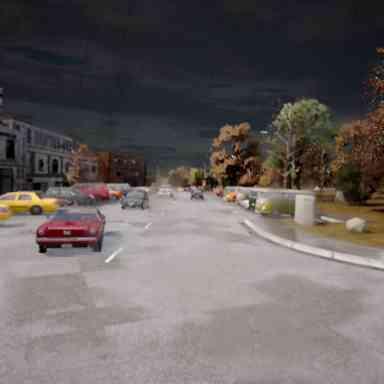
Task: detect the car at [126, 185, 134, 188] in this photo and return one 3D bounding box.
[{"bbox_3d":[-10.819,0.152,44.754,5.008,1.535,2.097,0,2,-19],"label":"car"}]

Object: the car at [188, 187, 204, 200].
[{"bbox_3d":[0.757,0.374,50.013,1.812,1.442,4.674,1,1,1],"label":"car"}]

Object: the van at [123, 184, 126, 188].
[{"bbox_3d":[-10.971,-0.011,41.775,4.442,1.987,1.878,0,2,-19],"label":"van"}]

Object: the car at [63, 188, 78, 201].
[{"bbox_3d":[-11.071,0.643,24.235,4.792,1.488,2.163,0,1,-19],"label":"car"}]

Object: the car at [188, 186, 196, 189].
[{"bbox_3d":[0.826,0.095,62.422,2.128,1.511,4.902,1,1,1],"label":"car"}]

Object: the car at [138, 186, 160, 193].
[{"bbox_3d":[-10.350,-0.534,79.947,4.892,1.521,2.231,0,1,-19],"label":"car"}]

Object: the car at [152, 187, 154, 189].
[{"bbox_3d":[-10.553,-0.212,65.287,4.674,1.452,2.002,0,1,-19],"label":"car"}]

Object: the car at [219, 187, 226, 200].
[{"bbox_3d":[6.806,0.597,44.416,5.366,1.575,1.946,2,2,-19],"label":"car"}]

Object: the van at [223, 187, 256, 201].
[{"bbox_3d":[7.174,0.263,50.405,4.442,1.987,1.878,2,1,-19],"label":"van"}]

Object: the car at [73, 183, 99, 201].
[{"bbox_3d":[-11.056,0.348,30.087,4.553,1.767,2.185,0,1,-19],"label":"car"}]

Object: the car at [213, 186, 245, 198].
[{"bbox_3d":[7.242,-0.053,65.065,5.566,2.045,2.435,2,1,-19],"label":"car"}]

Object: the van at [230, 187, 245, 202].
[{"bbox_3d":[6.762,0.567,35.600,4.442,1.987,1.878,2,2,-19],"label":"van"}]

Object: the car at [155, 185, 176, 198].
[{"bbox_3d":[-4.278,-0.151,54.951,2.150,2.045,5.566,1,1,1],"label":"car"}]

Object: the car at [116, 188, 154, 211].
[{"bbox_3d":[-4.732,0.692,28.356,1.837,1.490,4.892,1,2,1],"label":"car"}]

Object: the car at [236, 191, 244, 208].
[{"bbox_3d":[6.785,0.970,29.760,4.674,1.452,2.002,2,2,-19],"label":"car"}]

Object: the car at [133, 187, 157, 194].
[{"bbox_3d":[-10.438,-0.421,74.085,4.892,1.521,2.231,0,1,-19],"label":"car"}]

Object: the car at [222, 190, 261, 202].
[{"bbox_3d":[7.012,0.544,47.423,4.892,1.521,2.231,2,1,-19],"label":"car"}]

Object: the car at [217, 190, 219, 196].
[{"bbox_3d":[7.126,0.457,53.321,4.792,1.488,2.163,2,1,-19],"label":"car"}]

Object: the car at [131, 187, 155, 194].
[{"bbox_3d":[-10.474,-0.325,71.153,4.674,1.452,2.002,0,1,-19],"label":"car"}]

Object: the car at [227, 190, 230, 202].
[{"bbox_3d":[6.896,0.770,38.597,4.674,1.452,2.002,2,1,-19],"label":"car"}]

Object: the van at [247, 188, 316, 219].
[{"bbox_3d":[6.600,0.840,23.828,4.442,1.987,1.878,2,2,-19],"label":"van"}]

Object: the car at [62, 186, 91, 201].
[{"bbox_3d":[-11.056,0.545,27.160,4.892,1.521,2.231,0,2,-19],"label":"car"}]

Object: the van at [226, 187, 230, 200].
[{"bbox_3d":[7.058,0.445,41.572,4.442,1.987,1.878,2,1,-19],"label":"van"}]

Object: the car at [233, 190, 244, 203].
[{"bbox_3d":[6.822,0.903,32.705,4.674,1.452,2.002,2,2,-19],"label":"car"}]

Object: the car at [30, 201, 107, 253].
[{"bbox_3d":[-4.148,1.207,11.898,1.895,1.301,4.718,1,1,-13],"label":"car"}]

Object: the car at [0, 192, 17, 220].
[{"bbox_3d":[-11.399,0.823,15.374,5.366,1.575,1.946,0,2,-19],"label":"car"}]

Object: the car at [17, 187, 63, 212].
[{"bbox_3d":[-11.318,0.680,21.233,5.366,1.575,1.946,0,2,-19],"label":"car"}]

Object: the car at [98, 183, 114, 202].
[{"bbox_3d":[-11.007,0.157,33.007,5.566,2.045,2.435,0,2,-19],"label":"car"}]

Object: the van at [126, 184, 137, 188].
[{"bbox_3d":[-10.676,-0.134,47.725,4.442,1.987,1.878,0,1,-19],"label":"van"}]

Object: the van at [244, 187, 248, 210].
[{"bbox_3d":[6.858,0.777,26.858,4.442,1.987,1.878,2,1,-19],"label":"van"}]

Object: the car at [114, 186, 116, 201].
[{"bbox_3d":[-10.947,0.382,35.961,4.674,1.452,2.002,0,1,-19],"label":"car"}]

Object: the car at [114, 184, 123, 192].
[{"bbox_3d":[-10.874,0.151,38.894,4.553,1.767,2.185,0,2,-19],"label":"car"}]
